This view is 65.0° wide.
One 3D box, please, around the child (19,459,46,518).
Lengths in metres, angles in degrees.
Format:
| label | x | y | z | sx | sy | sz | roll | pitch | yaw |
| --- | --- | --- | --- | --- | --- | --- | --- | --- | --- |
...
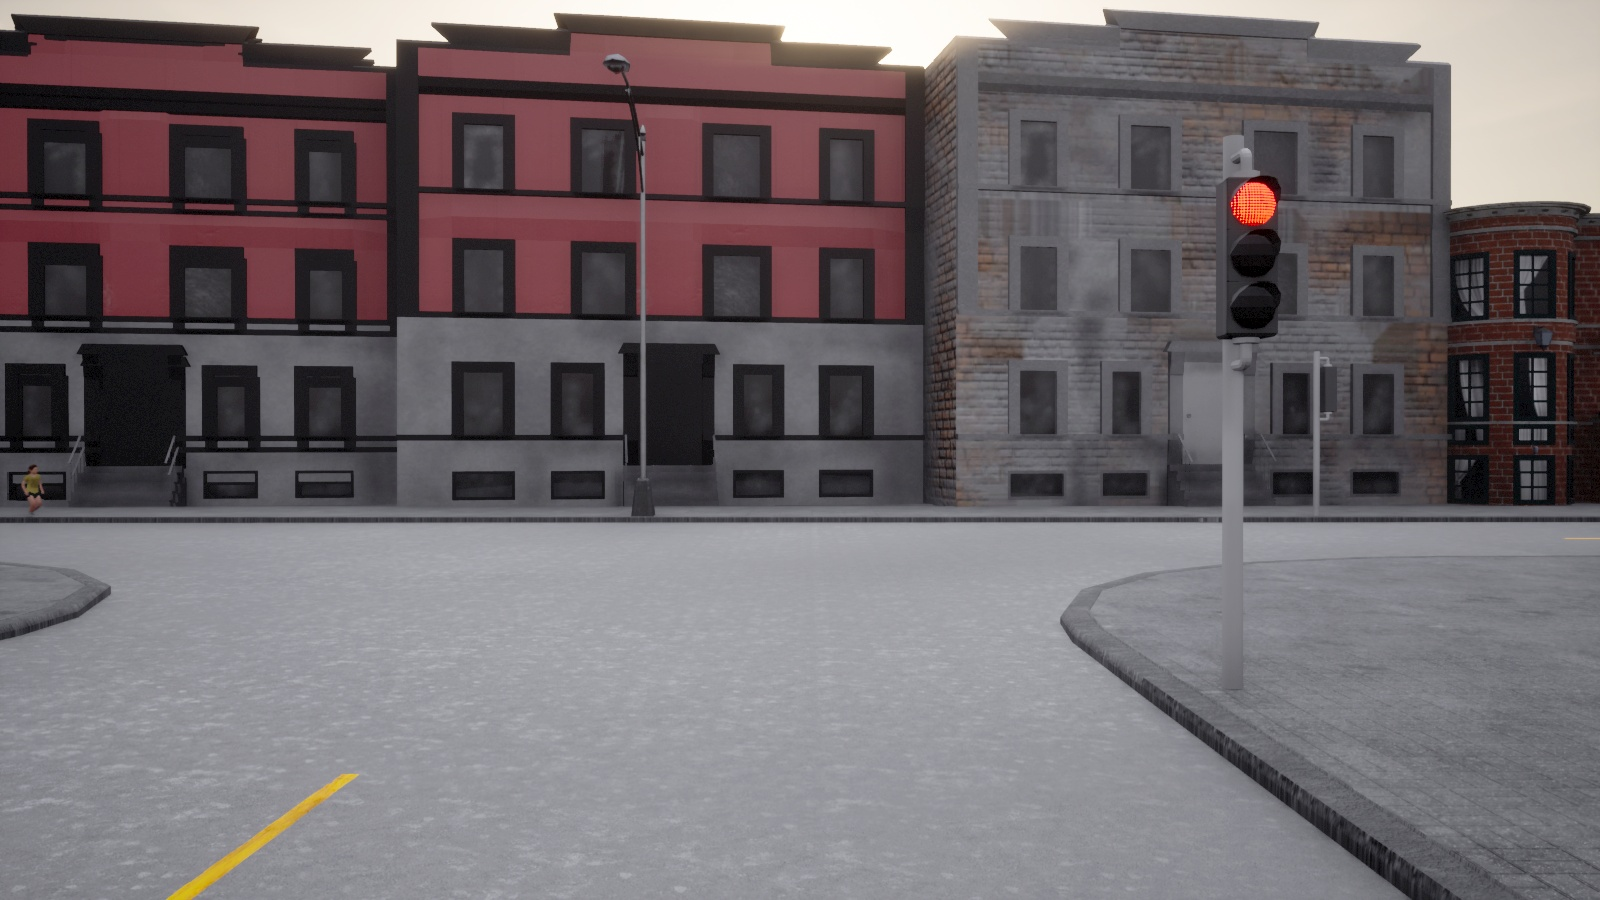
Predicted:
| label | x | y | z | sx | sy | sz | roll | pitch | yaw |
| --- | --- | --- | --- | --- | --- | --- | --- | --- | --- |
| child | -14.686 | 0.730 | 24.027 | 0.394 | 1.110 | 0.255 | 0 | 0 | 21 |
